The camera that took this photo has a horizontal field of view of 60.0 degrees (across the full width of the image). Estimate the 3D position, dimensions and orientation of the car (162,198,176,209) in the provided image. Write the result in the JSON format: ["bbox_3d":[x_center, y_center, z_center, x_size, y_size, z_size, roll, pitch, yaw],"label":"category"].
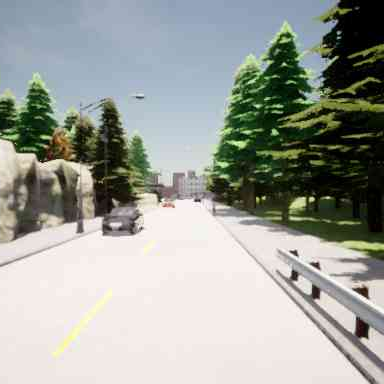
[{"bbox_3d":[-3.796,1.798,55.095,2.097,1.767,4.553,0,-1,0],"label":"car"}]

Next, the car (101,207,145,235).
[{"bbox_3d":[-4.020,1.654,19.960,2.128,1.511,4.902,0,0,0],"label":"car"}]

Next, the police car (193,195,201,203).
[{"bbox_3d":[1.590,2.176,92.746,1.930,1.638,5.238,0,0,0],"label":"police car"}]
